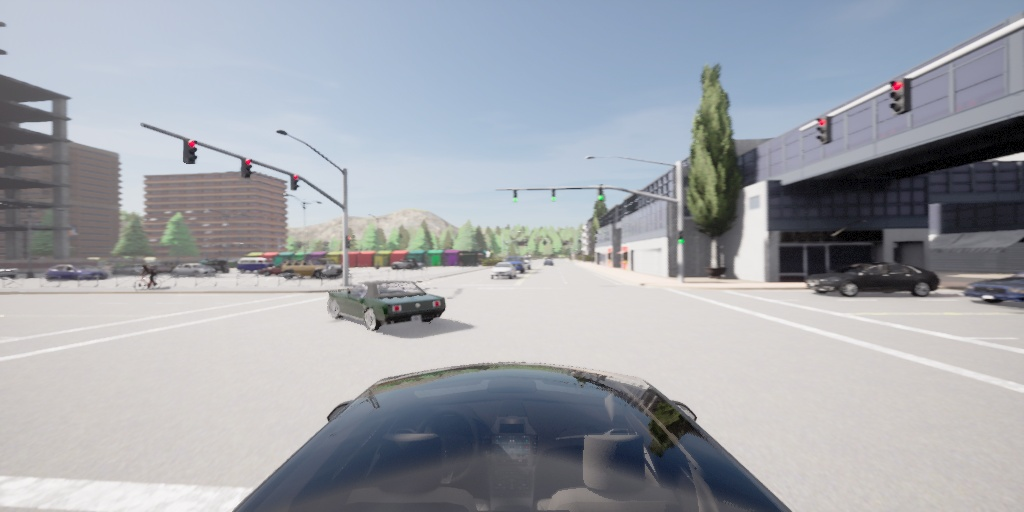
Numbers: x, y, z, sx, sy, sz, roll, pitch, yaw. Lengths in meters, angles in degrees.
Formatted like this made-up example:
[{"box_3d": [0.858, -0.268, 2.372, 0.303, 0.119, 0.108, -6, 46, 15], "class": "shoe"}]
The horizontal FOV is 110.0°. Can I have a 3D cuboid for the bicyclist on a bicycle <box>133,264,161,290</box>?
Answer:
[{"box_3d": [-23.446, 1.369, 23.074, 0.582, 1.620, 1.656, -1, 0, 5], "class": "bicyclist on a bicycle"}]

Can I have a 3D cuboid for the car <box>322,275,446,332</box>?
[{"box_3d": [-4.149, 1.413, 11.309, 1.895, 1.301, 4.718, -1, 0, -44], "class": "car"}]

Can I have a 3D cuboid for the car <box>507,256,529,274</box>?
[{"box_3d": [0.369, 1.010, 42.628, 2.150, 2.045, 5.566, -1, 0, 7], "class": "car"}]

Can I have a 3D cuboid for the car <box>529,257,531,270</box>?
[{"box_3d": [1.654, 1.004, 53.059, 2.150, 2.045, 5.566, -1, 0, 7], "class": "car"}]

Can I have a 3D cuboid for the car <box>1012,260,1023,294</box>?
[{"box_3d": [25.860, 0.918, 15.636, 5.008, 1.535, 1.882, -1, 0, 5], "class": "car"}]

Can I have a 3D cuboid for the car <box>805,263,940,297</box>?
[{"box_3d": [16.414, 1.065, 16.513, 4.892, 1.490, 1.837, -1, 0, 5], "class": "car"}]

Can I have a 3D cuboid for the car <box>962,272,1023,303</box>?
[{"box_3d": [19.795, 1.061, 12.685, 5.357, 1.411, 2.033, -1, 0, 5], "class": "car"}]

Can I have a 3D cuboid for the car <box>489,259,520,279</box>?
[{"box_3d": [-0.721, 1.317, 32.841, 1.812, 1.442, 4.674, -1, 0, 8], "class": "car"}]
